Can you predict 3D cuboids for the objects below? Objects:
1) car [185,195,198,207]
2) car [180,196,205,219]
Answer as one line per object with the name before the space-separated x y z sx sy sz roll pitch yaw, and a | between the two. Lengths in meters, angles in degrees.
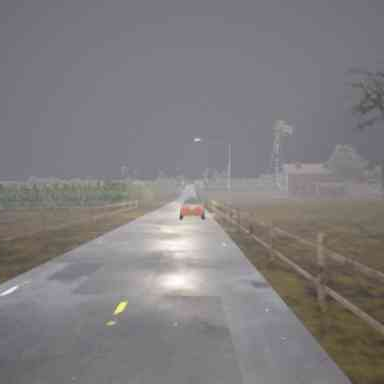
car | -0.015 1.468 55.356 2.097 1.767 4.553 0 0 0
car | 0.038 1.384 29.507 2.097 1.767 4.553 0 0 0
